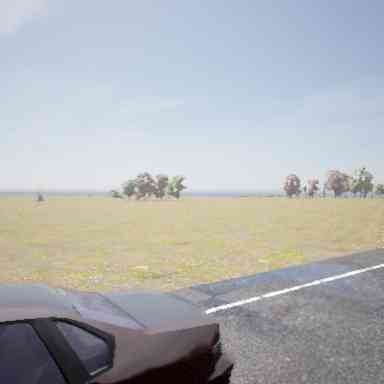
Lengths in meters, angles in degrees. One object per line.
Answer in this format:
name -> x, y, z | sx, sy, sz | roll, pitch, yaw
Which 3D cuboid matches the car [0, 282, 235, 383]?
car -> -2.148, 1.547, 2.450 | 5.357, 1.411, 2.033 | 0, 0, -35
